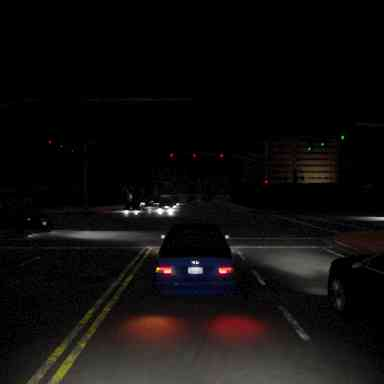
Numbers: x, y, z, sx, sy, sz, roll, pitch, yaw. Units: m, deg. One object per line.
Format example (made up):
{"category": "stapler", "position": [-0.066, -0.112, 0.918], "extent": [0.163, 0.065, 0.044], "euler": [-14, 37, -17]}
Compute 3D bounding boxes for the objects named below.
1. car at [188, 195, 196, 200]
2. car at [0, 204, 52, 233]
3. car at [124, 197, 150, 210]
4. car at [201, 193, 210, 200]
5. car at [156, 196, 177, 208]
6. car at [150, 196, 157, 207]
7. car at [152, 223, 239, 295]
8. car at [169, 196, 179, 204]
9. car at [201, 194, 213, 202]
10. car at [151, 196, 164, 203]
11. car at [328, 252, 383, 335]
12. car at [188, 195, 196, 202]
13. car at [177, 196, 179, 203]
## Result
{"category": "car", "position": [-0.057, 1.411, 84.641], "extent": [1.994, 1.385, 4.181], "euler": [0, 0, 0]}
{"category": "car", "position": [-10.477, 1.488, 19.348], "extent": [4.902, 1.511, 2.128], "euler": [0, 0, 20]}
{"category": "car", "position": [-7.170, 1.541, 42.314], "extent": [2.033, 1.411, 5.357], "euler": [0, 0, 2]}
{"category": "car", "position": [3.443, 1.214, 84.616], "extent": [2.097, 1.767, 4.553], "euler": [0, 0, 0]}
{"category": "car", "position": [-3.630, 1.593, 47.563], "extent": [1.895, 1.301, 4.718], "euler": [0, 0, 0]}
{"category": "car", "position": [-7.128, 1.494, 51.952], "extent": [1.837, 1.490, 4.892], "euler": [0, 1, 0]}
{"category": "car", "position": [0.077, 1.546, 8.868], "extent": [2.033, 1.411, 5.357], "euler": [0, 0, 0]}
{"category": "car", "position": [-3.566, 1.494, 66.926], "extent": [1.837, 1.490, 4.892], "euler": [0, 0, 0]}
{"category": "car", "position": [3.450, 1.332, 74.660], "extent": [2.097, 1.767, 4.553], "euler": [0, 0, 0]}
{"category": "car", "position": [-7.056, 1.536, 67.916], "extent": [2.033, 1.411, 5.357], "euler": [0, 0, 0]}
{"category": "car", "position": [3.560, 1.491, 4.624], "extent": [2.128, 1.511, 4.902], "euler": [0, 0, 0]}
{"category": "car", "position": [-0.050, 1.520, 74.368], "extent": [2.033, 1.411, 5.357], "euler": [0, 0, 0]}
{"category": "car", "position": [-3.622, 1.482, 56.880], "extent": [2.128, 1.511, 4.902], "euler": [0, 0, 0]}
